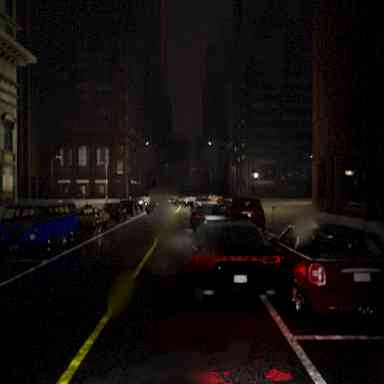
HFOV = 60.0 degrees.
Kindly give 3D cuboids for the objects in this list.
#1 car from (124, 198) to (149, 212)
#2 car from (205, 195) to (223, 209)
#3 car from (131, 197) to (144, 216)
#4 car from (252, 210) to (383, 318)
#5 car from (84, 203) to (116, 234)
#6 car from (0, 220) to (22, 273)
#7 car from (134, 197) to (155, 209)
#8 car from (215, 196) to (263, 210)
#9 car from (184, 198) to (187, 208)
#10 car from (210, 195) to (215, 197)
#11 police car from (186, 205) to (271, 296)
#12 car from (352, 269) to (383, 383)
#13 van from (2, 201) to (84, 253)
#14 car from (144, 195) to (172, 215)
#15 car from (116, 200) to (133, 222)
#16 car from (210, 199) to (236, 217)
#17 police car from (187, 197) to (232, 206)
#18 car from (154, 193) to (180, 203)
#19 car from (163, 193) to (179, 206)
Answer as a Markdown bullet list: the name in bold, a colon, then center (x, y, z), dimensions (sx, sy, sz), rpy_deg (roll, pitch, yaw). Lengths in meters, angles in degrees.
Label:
- **car**: center (-5.823, 1.353, 35.481), dimensions (1.947, 1.339, 4.313), rpy_deg (0, 0, 0)
- **car**: center (2.693, 1.196, 41.132), dimensions (1.967, 1.590, 4.097), rpy_deg (0, 0, 0)
- **car**: center (-5.814, 1.384, 29.845), dimensions (1.947, 1.339, 4.313), rpy_deg (0, 0, 0)
- **car**: center (2.747, 1.393, 7.316), dimensions (1.967, 1.590, 4.097), rpy_deg (0, 0, 0)
- **car**: center (-5.796, 1.410, 18.401), dimensions (1.752, 1.417, 4.829), rpy_deg (0, 0, 0)
- **car**: center (-5.778, 1.535, 7.299), dimensions (1.802, 1.307, 4.206), rpy_deg (0, 0, 0)
- **car**: center (-5.832, 1.306, 41.118), dimensions (2.008, 1.369, 4.403), rpy_deg (0, 0, 0)
- **car**: center (2.728, 1.199, 18.587), dimensions (2.192, 1.841, 5.009), rpy_deg (0, 0, 0)
- **car**: center (-0.068, 1.346, 42.971), dimensions (1.895, 1.301, 4.718), rpy_deg (0, 0, 0)
- **car**: center (2.719, 1.166, 24.223), dimensions (2.192, 1.841, 5.009), rpy_deg (0, 0, 0)
- **police car**: center (0.886, 1.370, 8.677), dimensions (1.930, 1.638, 5.238), rpy_deg (0, 0, 0)
- **car**: center (2.756, 1.570, 1.681), dimensions (1.802, 1.307, 4.206), rpy_deg (0, 0, 0)
- **van**: center (-5.788, 1.259, 12.934), dimensions (1.690, 1.788, 3.998), rpy_deg (0, 0, 0)
- **car**: center (-3.144, 1.316, 31.156), dimensions (1.837, 1.490, 4.892), rpy_deg (0, 0, 0)
- **car**: center (-5.805, 1.433, 24.208), dimensions (1.802, 1.307, 4.206), rpy_deg (0, 0, 0)
- **car**: center (2.711, 1.385, 29.861), dimensions (1.947, 1.339, 4.313), rpy_deg (0, 0, 0)
- **police car**: center (0.838, 1.309, 18.677), dimensions (1.930, 1.638, 5.238), rpy_deg (0, 0, 0)
- **car**: center (-4.537, 1.018, 60.106), dimensions (4.553, 1.767, 2.097), rpy_deg (0, 1, 38)
- **car**: center (-3.077, 1.210, 48.561), dimensions (2.128, 1.511, 4.902), rpy_deg (0, 0, 0)
